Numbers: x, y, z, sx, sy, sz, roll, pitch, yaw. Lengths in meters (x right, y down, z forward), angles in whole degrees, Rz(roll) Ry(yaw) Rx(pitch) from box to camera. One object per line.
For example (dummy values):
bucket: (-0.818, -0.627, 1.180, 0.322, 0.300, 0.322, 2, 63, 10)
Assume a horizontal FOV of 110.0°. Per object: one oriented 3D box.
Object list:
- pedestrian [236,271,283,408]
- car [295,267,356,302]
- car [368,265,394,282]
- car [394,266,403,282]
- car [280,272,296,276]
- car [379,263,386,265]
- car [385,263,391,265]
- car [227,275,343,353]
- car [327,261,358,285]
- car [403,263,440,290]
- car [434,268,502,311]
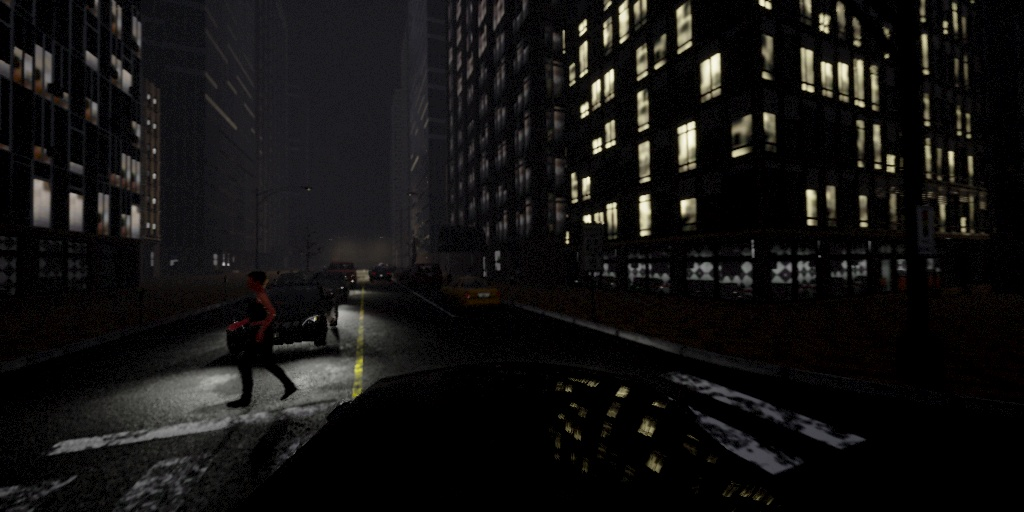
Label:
pedestrian: (-3.433, 1.088, 4.899, 0.375, 1.860, 0.375, 0, -1, -22)
car: (-9.532, 1.547, 18.717, 2.128, 1.511, 4.902, 0, -1, -22)
car: (-13.588, 1.909, 37.008, 1.994, 1.385, 4.181, 0, -1, -22)
car: (-10.702, 1.852, 36.815, 1.888, 1.381, 4.507, 0, 0, -22)
car: (-14.149, 1.738, 23.156, 1.948, 1.339, 4.313, 0, 0, -22)
car: (-19.674, 2.161, 51.815, 2.033, 1.411, 5.357, 0, -1, -22)
car: (-19.278, 2.229, 57.685, 1.888, 1.381, 4.507, 0, 0, -22)
car: (-5.769, 1.411, 9.542, 1.812, 1.442, 4.674, 0, -1, -21)
car: (-13.554, 1.457, 28.533, 2.150, 2.045, 5.566, 0, -1, -22)
car: (-6.415, 1.430, 26.381, 2.192, 1.841, 5.009, 0, 0, -22)
car: (-1.908, 1.435, 15.316, 1.751, 1.417, 4.829, 0, 0, -22)
